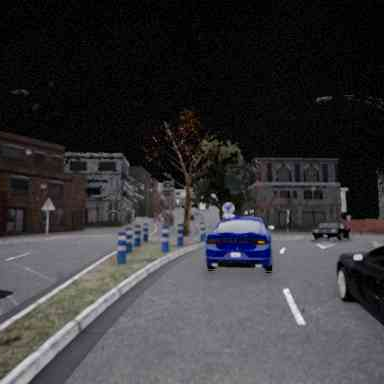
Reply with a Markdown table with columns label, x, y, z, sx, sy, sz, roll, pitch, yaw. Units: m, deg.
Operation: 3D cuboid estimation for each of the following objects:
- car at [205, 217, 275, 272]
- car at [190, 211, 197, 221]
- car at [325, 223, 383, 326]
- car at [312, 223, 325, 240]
| label | x | y | z | sx | sy | sz | roll | pitch | yaw |
| --- | --- | --- | --- | --- | --- | --- | --- | --- | --- |
| car | 1.707 | 1.569 | 11.147 | 1.882 | 1.535 | 5.008 | -2 | -2 | 13 |
| car | -0.550 | 6.528 | 88.829 | 2.150 | 2.045 | 5.566 | -1 | -1 | 5 |
| car | 3.824 | 1.483 | 5.178 | 1.882 | 1.535 | 5.008 | -1 | 0 | 6 |
| car | 10.898 | 3.068 | 25.706 | 1.895 | 1.301 | 4.718 | -5 | -8 | 36 |
